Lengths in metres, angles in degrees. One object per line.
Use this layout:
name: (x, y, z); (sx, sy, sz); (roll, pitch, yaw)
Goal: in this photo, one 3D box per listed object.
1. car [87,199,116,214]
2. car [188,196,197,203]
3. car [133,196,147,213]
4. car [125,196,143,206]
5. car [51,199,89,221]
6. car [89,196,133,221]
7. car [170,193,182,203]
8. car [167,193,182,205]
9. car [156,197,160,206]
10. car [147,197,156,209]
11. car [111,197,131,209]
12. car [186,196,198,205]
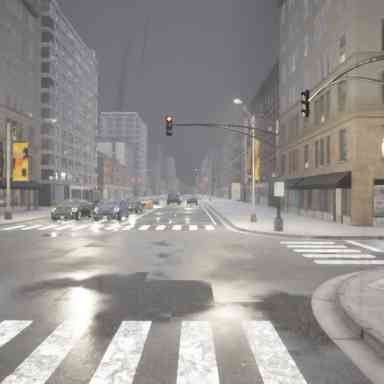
car: (-9.805, 1.508, 36.419); (1.837, 1.490, 4.892); (0, 0, 0)
car: (0.060, 1.520, 68.339); (1.812, 1.442, 4.674); (0, 0, 0)
car: (-6.551, 1.494, 36.282); (2.128, 1.511, 4.902); (0, 0, 0)
car: (-9.760, 1.489, 56.663); (2.128, 1.511, 4.902); (0, 0, 1)
car: (-9.815, 1.355, 27.447); (2.097, 1.767, 4.553); (0, 0, 0)
car: (-6.565, 1.355, 27.443); (2.097, 1.767, 4.553); (0, 0, 0)
car: (-3.190, 1.216, 68.372); (2.150, 2.045, 5.566); (0, 0, 0)
car: (-3.199, 1.219, 57.953); (2.150, 2.045, 5.566); (0, 0, 0)
car: (-6.517, 1.524, 55.638); (1.812, 1.442, 4.674); (0, 0, 1)
car: (-6.540, 1.479, 45.786); (1.882, 1.535, 5.008); (0, 0, 0)
car: (-9.792, 1.527, 46.365); (1.812, 1.442, 4.674); (0, 0, 0)
car: (0.051, 1.502, 57.920); (1.837, 1.490, 4.892); (0, 0, 0)
